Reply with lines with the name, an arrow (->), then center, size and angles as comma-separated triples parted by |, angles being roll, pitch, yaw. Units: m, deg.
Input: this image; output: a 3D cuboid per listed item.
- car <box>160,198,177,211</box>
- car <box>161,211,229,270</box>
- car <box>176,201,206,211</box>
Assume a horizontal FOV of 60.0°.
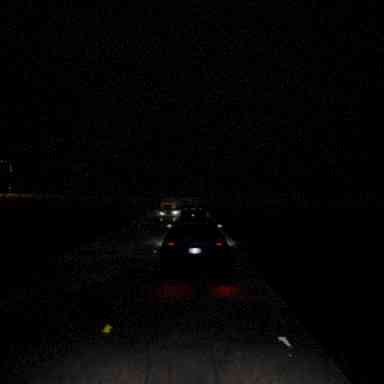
car -> -2.827, 1.469, 41.329 | 1.882, 1.535, 5.008 | 0, 0, 0
car -> 0.085, 1.550, 10.966 | 1.994, 1.385, 4.181 | 0, 0, 0
car -> 0.093, 1.478, 26.710 | 2.128, 1.511, 4.902 | 0, 0, 0
